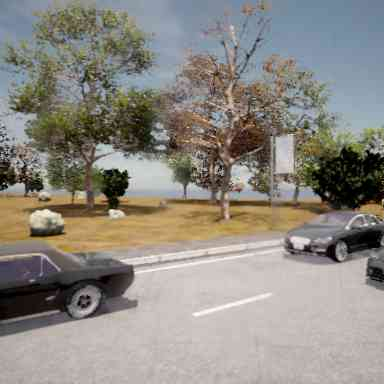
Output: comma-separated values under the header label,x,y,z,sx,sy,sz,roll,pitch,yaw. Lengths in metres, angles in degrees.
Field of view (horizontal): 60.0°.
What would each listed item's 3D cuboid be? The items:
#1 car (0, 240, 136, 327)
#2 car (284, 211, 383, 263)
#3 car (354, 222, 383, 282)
label,x,y,z,sx,sy,sz,roll,pitch,yaw
car,-3.507,1.601,5.784,4.718,1.301,1.895,0,0,-35
car,5.389,1.471,12.028,4.902,1.511,2.128,0,0,-36
car,6.210,1.544,8.336,4.181,1.385,1.994,0,0,-35
